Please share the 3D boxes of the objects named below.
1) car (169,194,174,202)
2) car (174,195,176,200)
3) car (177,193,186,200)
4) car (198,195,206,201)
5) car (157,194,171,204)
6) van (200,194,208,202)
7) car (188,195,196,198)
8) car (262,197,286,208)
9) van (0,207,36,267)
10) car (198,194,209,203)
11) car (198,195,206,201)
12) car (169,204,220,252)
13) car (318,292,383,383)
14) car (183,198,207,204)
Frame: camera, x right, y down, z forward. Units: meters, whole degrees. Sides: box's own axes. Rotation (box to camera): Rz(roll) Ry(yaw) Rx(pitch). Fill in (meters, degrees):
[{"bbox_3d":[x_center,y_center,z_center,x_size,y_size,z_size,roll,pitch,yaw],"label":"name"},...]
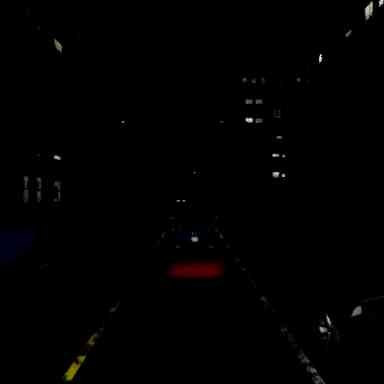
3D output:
[{"bbox_3d":[-5.694,1.557,74.882,1.752,1.417,4.829,0,0,0],"label":"car"},{"bbox_3d":[-5.695,1.356,80.682,2.192,1.841,5.009,0,0,0],"label":"car"},{"bbox_3d":[-3.009,1.235,94.178,2.150,2.045,5.566,0,0,0],"label":"car"},{"bbox_3d":[2.684,1.491,86.313,1.967,1.590,4.097,0,0,0],"label":"car"},{"bbox_3d":[-5.694,1.584,63.791,1.947,1.339,4.313,0,0,0],"label":"car"},{"bbox_3d":[2.686,1.374,75.053,1.690,1.788,3.998,0,0,0],"label":"van"},{"bbox_3d":[-0.008,1.456,89.176,1.882,1.535,5.008,0,0,0],"label":"car"},{"bbox_3d":[13.461,1.605,51.471,5.009,1.841,2.192,1,-1,-1],"label":"car"},{"bbox_3d":[-5.685,1.337,8.741,1.690,1.788,3.998,0,0,0],"label":"van"},{"bbox_3d":[2.686,1.570,69.422,1.887,1.381,4.507,0,0,0],"label":"car"},{"bbox_3d":[2.683,1.612,91.943,2.008,1.369,4.403,0,0,0],"label":"car"},{"bbox_3d":[0.099,1.472,13.945,1.882,1.535,5.008,0,0,0],"label":"car"},{"bbox_3d":[2.695,1.564,3.081,1.947,1.339,4.313,0,0,0],"label":"car"},{"bbox_3d":[0.098,1.559,31.029,1.994,1.385,4.181,0,0,0],"label":"car"}]
